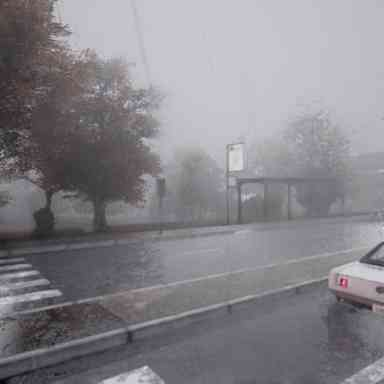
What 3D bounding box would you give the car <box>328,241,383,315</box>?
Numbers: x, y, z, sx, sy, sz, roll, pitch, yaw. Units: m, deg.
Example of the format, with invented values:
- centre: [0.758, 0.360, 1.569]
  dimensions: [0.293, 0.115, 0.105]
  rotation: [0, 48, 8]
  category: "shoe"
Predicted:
- centre: [4.841, 1.596, 6.582]
  dimensions: [4.718, 1.301, 1.895]
  rotation: [0, 0, -35]
  category: "car"
